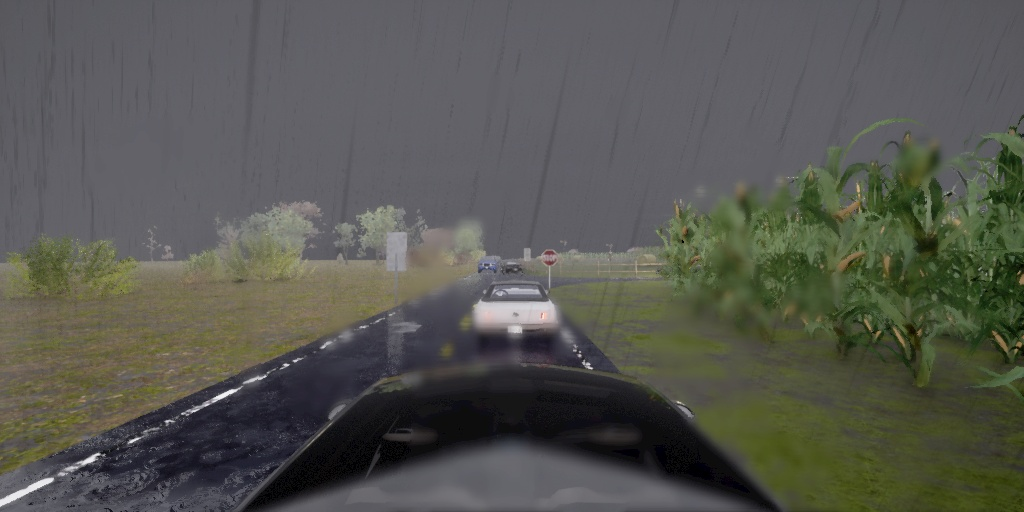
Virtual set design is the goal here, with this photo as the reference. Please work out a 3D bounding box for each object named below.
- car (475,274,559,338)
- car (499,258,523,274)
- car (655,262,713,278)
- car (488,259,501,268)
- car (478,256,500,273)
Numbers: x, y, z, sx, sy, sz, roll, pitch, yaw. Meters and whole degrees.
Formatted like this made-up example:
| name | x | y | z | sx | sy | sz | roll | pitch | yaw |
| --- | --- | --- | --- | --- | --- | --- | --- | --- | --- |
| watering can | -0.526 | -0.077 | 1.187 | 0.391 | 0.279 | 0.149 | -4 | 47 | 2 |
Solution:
| name | x | y | z | sx | sy | sz | roll | pitch | yaw |
| --- | --- | --- | --- | --- | --- | --- | --- | --- | --- |
| car | 0.102 | 1.353 | 10.145 | 1.895 | 1.301 | 4.718 | 0 | 0 | 0 |
| car | 0.040 | 1.251 | 39.896 | 1.882 | 1.535 | 5.008 | -1 | 0 | -8 |
| car | 15.017 | 1.133 | 31.165 | 4.892 | 1.490 | 1.837 | -1 | -1 | -1 |
| car | -3.155 | 1.303 | 64.190 | 2.128 | 1.511 | 4.902 | 0 | 0 | 0 |
| car | -2.965 | 1.000 | 44.270 | 2.150 | 2.045 | 5.566 | 0 | 0 | -1 |
